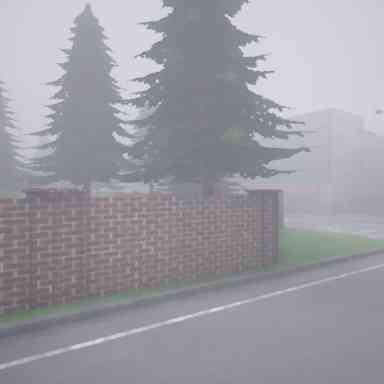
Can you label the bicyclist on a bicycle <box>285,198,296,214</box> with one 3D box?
[{"bbox_3d":[9.889,1.449,33.410,1.656,1.620,0.582,0,0,-35],"label":"bicyclist on a bicycle"}]
